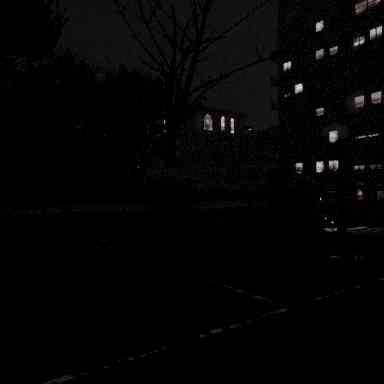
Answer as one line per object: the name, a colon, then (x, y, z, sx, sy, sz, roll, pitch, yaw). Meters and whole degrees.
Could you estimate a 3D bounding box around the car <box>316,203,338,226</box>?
car: (8.399, 1.801, 25.727, 2.033, 1.411, 5.357, 0, -1, -36)

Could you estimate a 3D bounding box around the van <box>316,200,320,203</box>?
van: (10.568, 1.646, 32.574, 1.690, 1.788, 3.998, -1, 0, -36)
